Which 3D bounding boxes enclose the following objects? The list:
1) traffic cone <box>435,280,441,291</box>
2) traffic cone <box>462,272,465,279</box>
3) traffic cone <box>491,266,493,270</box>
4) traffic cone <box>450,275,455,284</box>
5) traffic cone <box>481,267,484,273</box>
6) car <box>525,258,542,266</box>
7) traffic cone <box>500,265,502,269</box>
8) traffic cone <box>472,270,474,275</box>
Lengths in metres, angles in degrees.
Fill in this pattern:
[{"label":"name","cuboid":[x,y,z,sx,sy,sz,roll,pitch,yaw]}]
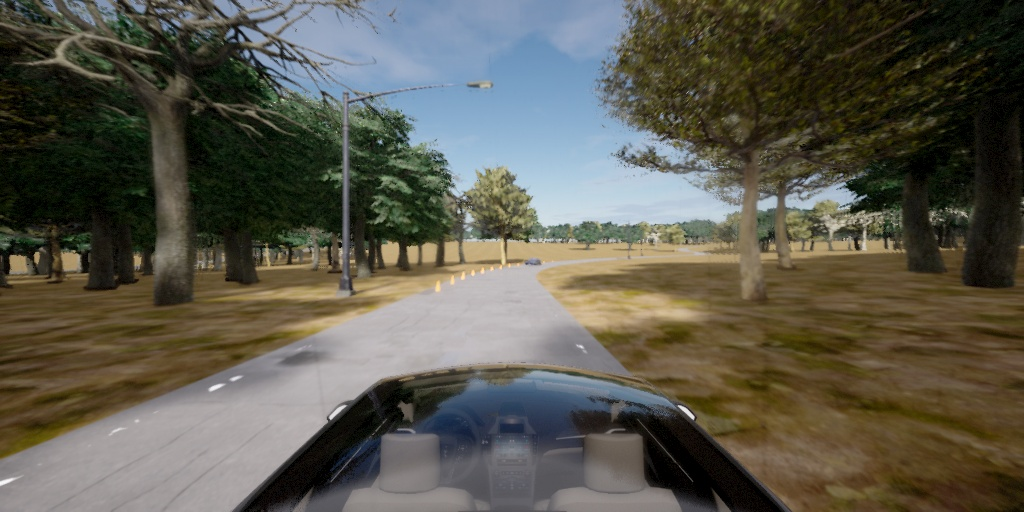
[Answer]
[{"label":"traffic cone","cuboid":[-4.200,1.682,20.379,0.340,0.580,0.340,0,0,0]},{"label":"traffic cone","cuboid":[-4.142,1.657,30.470,0.340,0.580,0.340,0,0,2]},{"label":"traffic cone","cuboid":[-2.583,1.551,45.757,0.340,0.580,0.340,0,0,10]},{"label":"traffic cone","cuboid":[-4.200,1.674,25.382,0.340,0.580,0.340,0,0,0]},{"label":"traffic cone","cuboid":[-3.338,1.594,40.688,0.340,0.580,0.340,0,0,7]},{"label":"car","cuboid":[3.646,0.977,61.135,2.033,1.411,5.357,1,1,18]},{"label":"traffic cone","cuboid":[-1.596,1.500,50.785,0.340,0.580,0.340,0,0,12]},{"label":"traffic cone","cuboid":[-3.857,1.629,35.588,0.340,0.580,0.340,0,0,4]}]
